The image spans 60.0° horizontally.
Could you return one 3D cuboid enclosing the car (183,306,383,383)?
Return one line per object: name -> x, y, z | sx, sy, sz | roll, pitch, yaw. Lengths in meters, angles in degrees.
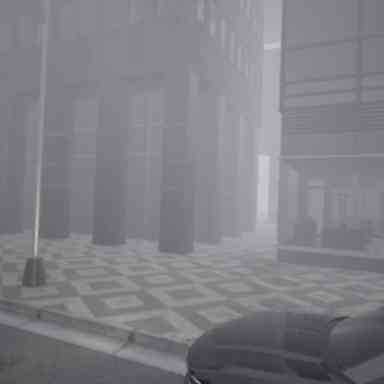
car -> 2.317, 1.625, 2.513 | 5.008, 1.535, 1.882 | 1, -1, 25
